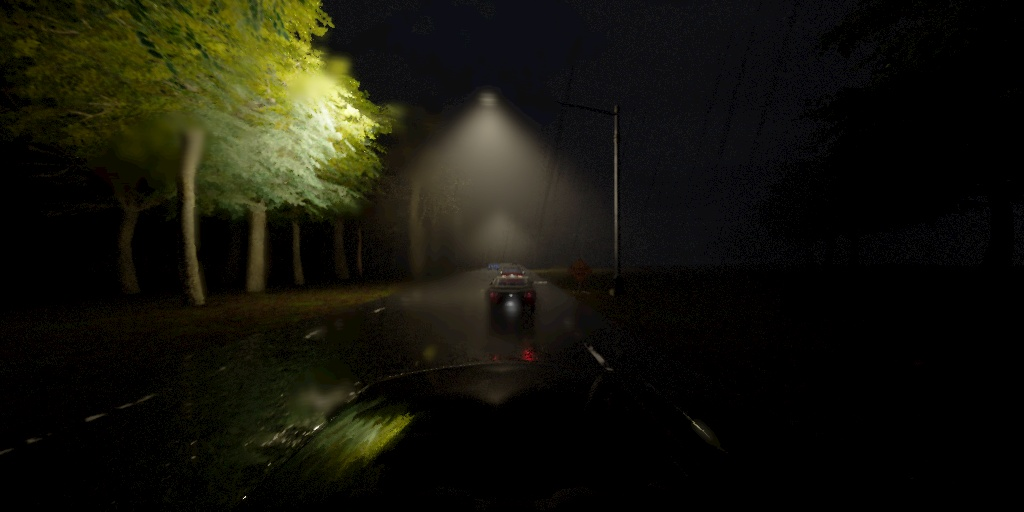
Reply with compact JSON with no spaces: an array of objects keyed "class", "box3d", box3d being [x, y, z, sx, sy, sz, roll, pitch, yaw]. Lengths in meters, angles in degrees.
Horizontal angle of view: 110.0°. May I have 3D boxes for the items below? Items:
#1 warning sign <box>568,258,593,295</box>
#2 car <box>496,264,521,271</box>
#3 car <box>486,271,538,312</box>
[{"class":"warning sign","box3d":[3.556,1.047,18.589,1.300,1.860,1.060,0,0,0]},{"class":"car","box3d":[0.022,1.596,29.398,2.033,1.411,5.357,0,-1,0]},{"class":"car","box3d":[0.025,1.495,15.111,1.895,1.301,4.718,0,-1,1]}]
